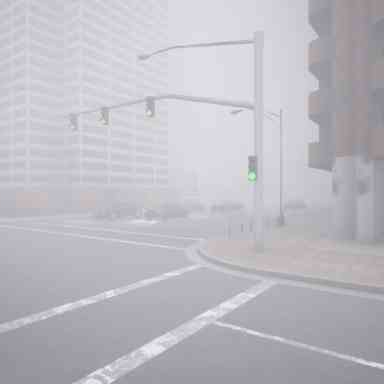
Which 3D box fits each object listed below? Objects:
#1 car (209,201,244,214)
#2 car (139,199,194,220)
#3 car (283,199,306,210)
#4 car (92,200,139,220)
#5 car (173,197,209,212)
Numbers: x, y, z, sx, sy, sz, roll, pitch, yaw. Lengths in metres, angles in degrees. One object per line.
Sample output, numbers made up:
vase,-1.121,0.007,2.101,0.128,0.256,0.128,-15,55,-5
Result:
car,3.822,1.600,36.212,1.895,1.301,4.718,0,0,35
car,-2.049,1.564,27.876,1.994,1.385,4.181,0,0,35
car,13.541,1.564,43.683,1.994,1.385,4.181,0,0,35
car,-6.159,1.504,28.115,1.837,1.490,4.892,0,0,35
car,-0.440,1.563,36.242,1.994,1.385,4.181,0,0,35
